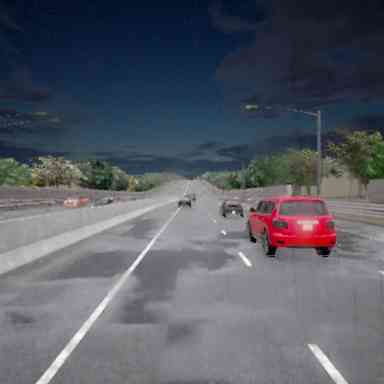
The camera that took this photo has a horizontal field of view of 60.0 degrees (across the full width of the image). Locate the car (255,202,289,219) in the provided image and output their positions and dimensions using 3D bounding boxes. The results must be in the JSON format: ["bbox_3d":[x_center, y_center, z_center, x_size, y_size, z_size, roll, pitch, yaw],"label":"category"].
[{"bbox_3d":[7.104,1.591,29.892,1.895,1.301,4.718,0,0,0],"label":"car"}]

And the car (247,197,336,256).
[{"bbox_3d":[3.603,1.193,13.029,2.150,2.045,5.566,0,0,0],"label":"car"}]

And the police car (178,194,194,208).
[{"bbox_3d":[-1.043,1.465,48.730,1.930,1.638,5.238,0,0,0],"label":"police car"}]

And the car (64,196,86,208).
[{"bbox_3d":[-17.561,1.398,50.083,2.097,1.767,4.553,0,0,0],"label":"car"}]

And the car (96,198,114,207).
[{"bbox_3d":[-14.044,1.626,53.748,1.994,1.385,4.181,0,0,0],"label":"car"}]

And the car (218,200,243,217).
[{"bbox_3d":[3.605,1.496,31.057,1.837,1.490,4.892,0,0,0],"label":"car"}]

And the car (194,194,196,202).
[{"bbox_3d":[0.011,1.650,83.135,1.882,1.535,5.008,0,-1,0],"label":"car"}]

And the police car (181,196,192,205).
[{"bbox_3d":[-1.041,1.561,64.745,1.930,1.638,5.238,0,0,0],"label":"police car"}]

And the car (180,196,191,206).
[{"bbox_3d":[-1.042,1.571,58.629,1.882,1.535,5.008,0,0,0],"label":"car"}]

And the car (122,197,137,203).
[{"bbox_3d":[-10.537,1.581,56.470,1.837,1.490,4.892,0,0,1],"label":"car"}]
